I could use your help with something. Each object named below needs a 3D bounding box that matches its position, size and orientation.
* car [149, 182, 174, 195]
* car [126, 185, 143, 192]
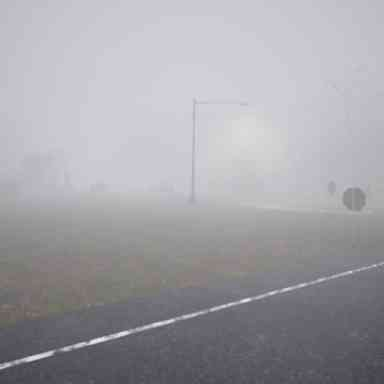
[{"bbox_3d":[-5.147,-0.638,55.994,2.150,2.045,5.566,0,2,-36],"label":"car"},{"bbox_3d":[-11.211,-0.630,64.448,1.994,1.385,4.181,0,2,-36],"label":"car"}]
